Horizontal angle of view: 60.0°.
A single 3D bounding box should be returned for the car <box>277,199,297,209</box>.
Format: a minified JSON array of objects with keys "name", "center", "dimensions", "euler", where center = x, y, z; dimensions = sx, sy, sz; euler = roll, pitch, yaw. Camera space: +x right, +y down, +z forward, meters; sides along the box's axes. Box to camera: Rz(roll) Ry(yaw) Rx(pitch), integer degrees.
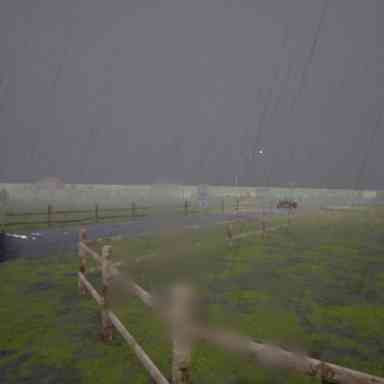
[{"name":"car","center":[14.313,1.823,49.943],"dimensions":[1.994,1.385,4.181],"euler":[2,1,35]}]
